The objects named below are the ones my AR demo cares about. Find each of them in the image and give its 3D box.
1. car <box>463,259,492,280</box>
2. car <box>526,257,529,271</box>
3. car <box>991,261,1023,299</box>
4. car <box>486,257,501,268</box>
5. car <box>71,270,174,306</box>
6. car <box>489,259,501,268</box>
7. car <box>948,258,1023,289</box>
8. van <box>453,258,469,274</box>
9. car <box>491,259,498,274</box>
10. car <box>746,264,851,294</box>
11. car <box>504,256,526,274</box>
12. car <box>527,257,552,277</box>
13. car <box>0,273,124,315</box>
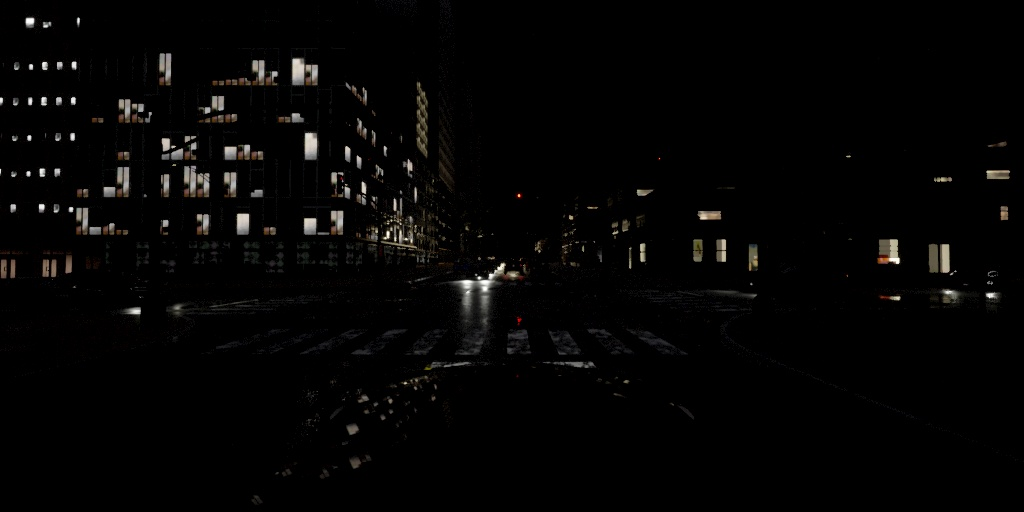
[{"bbox_3d":[-3.018,1.281,32.071,1.812,1.442,4.674,0,0,-1],"label":"car"},{"bbox_3d":[2.774,1.072,46.320,2.192,1.841,5.009,0,0,0],"label":"car"},{"bbox_3d":[20.710,0.995,12.734,4.829,1.417,1.751,0,0,1],"label":"car"},{"bbox_3d":[-3.003,1.305,52.300,2.033,1.411,5.357,0,0,0],"label":"car"},{"bbox_3d":[-17.868,1.360,15.783,5.008,1.535,1.882,-1,-1,1],"label":"car"},{"bbox_3d":[-2.939,1.236,62.720,1.882,1.535,5.008,0,0,1],"label":"car"},{"bbox_3d":[25.643,0.878,18.483,4.553,1.767,2.097,0,-1,1],"label":"car"},{"bbox_3d":[-5.618,1.097,40.623,1.690,1.789,3.998,0,0,0],"label":"van"},{"bbox_3d":[-3.024,1.321,42.020,1.994,1.385,4.181,0,0,0],"label":"car"},{"bbox_3d":[14.766,1.153,18.609,4.674,1.442,1.812,-1,-1,1],"label":"car"},{"bbox_3d":[0.175,1.109,41.860,2.097,1.767,4.553,0,0,0],"label":"car"},{"bbox_3d":[2.752,1.196,34.972,1.967,1.591,4.097,0,0,0],"label":"car"},{"bbox_3d":[-17.398,1.413,13.170,4.207,1.307,1.802,0,0,1],"label":"car"}]
